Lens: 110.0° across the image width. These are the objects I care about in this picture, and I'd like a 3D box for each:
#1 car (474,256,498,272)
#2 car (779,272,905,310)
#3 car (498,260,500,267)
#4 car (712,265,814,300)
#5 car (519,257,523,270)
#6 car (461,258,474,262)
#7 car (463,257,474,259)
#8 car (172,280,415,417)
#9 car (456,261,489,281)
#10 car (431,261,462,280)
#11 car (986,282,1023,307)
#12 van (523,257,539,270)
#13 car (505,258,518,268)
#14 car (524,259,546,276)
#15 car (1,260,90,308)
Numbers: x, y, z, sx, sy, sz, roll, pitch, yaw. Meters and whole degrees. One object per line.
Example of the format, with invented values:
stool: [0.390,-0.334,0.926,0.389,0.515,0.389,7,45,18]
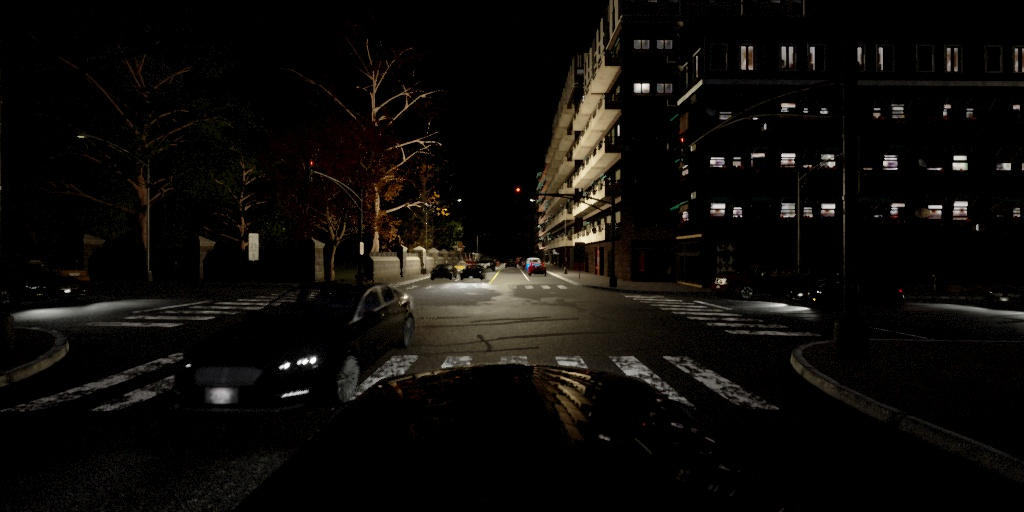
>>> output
car: [-3.308,1.000,47.278,2.150,2.045,5.566,0,0,-1]
car: [15.116,1.623,16.365,4.181,1.385,1.994,1,0,-1]
car: [-3.290,1.180,65.356,2.097,1.767,4.553,0,0,0]
car: [13.374,1.353,18.929,5.009,1.841,2.192,0,0,-1]
car: [2.455,1.229,53.741,1.967,1.591,4.097,0,0,0]
car: [-5.872,1.300,42.273,1.751,1.417,4.829,0,0,0]
car: [-5.900,1.096,48.072,2.192,1.841,5.009,0,0,0]
car: [-3.097,1.214,6.267,2.128,1.511,4.902,1,0,0]
car: [-3.228,1.364,30.267,1.895,1.301,4.718,0,0,0]
car: [-5.822,1.330,31.181,1.948,1.339,4.313,0,0,0]
car: [24.953,1.764,16.509,4.674,1.442,1.812,1,0,-1]
van: [2.507,1.115,42.481,1.690,1.789,3.998,0,0,0]
car: [-0.175,1.366,61.545,1.994,1.385,4.181,0,0,0]
car: [2.533,1.314,36.850,1.888,1.381,4.507,0,0,0]
car: [-18.205,0.954,12.695,4.892,1.490,1.837,1,0,-1]
